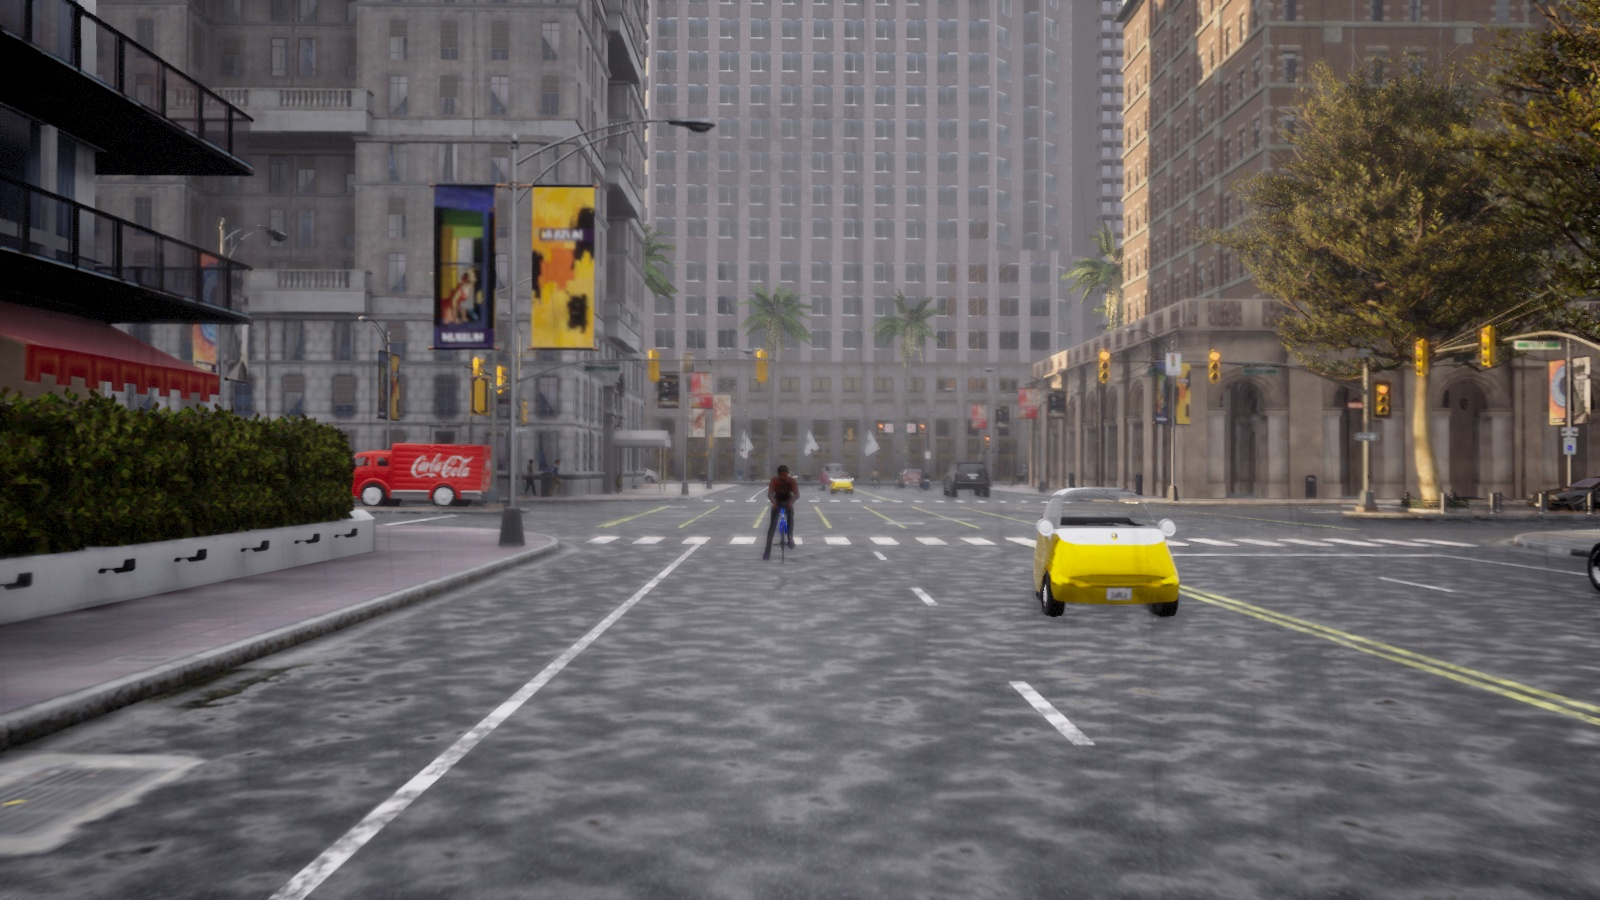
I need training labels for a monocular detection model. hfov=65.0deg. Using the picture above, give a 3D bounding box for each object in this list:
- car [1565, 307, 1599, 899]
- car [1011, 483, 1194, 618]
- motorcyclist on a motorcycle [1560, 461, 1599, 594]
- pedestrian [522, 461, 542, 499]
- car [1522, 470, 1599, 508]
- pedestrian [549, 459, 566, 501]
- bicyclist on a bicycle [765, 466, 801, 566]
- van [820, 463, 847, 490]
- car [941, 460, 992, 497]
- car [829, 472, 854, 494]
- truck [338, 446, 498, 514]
[{"bbox_3d":[3.470,0.538,1.114,2.150,2.045,5.566,0,-1,0],"label":"car"},{"bbox_3d":[3.299,1.066,14.051,1.481,1.376,2.207,0,-1,-1],"label":"car"},{"bbox_3d":[10.287,0.951,15.158,0.766,1.649,2.350,0,-1,-1],"label":"motorcyclist on a motorcycle"},{"bbox_3d":[-12.853,1.431,60.134,0.869,1.805,0.328,0,-1,9],"label":"pedestrian"},{"bbox_3d":[30.586,1.458,47.507,5.357,1.411,2.033,0,-1,0],"label":"car"},{"bbox_3d":[-11.538,1.419,59.681,0.788,1.949,0.423,0,-1,-10],"label":"pedestrian"},{"bbox_3d":[-0.283,1.090,21.412,0.582,1.620,1.656,0,-1,-1],"label":"bicyclist on a bicycle"},{"bbox_3d":[2.492,1.983,94.121,1.775,1.987,4.442,0,-1,-1],"label":"van"},{"bbox_3d":[9.642,1.602,72.942,2.150,2.045,5.566,0,-1,-1],"label":"car"},{"bbox_3d":[2.589,2.041,78.210,1.481,1.376,2.207,0,-1,0],"label":"car"},{"bbox_3d":[-14.335,1.116,47.363,5.204,2.467,2.627,0,-1,0],"label":"truck"}]
